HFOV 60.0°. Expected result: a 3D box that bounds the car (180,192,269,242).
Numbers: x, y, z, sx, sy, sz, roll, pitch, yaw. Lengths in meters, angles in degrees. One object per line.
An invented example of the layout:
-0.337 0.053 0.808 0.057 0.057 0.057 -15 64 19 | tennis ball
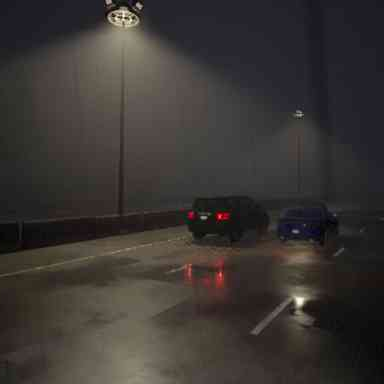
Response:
1.943 1.172 16.360 2.150 2.045 5.566 0 0 32 | car

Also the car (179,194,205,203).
0.099 1.010 52.727 1.895 1.301 4.718 0 1 33 | car

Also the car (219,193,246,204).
6.017 0.944 48.989 2.128 1.511 4.902 0 1 33 | car

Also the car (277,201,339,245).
5.489 1.424 15.413 1.882 1.535 5.008 0 0 33 | car
